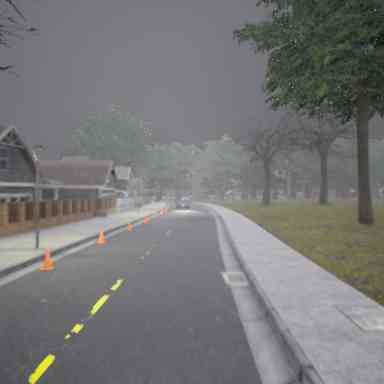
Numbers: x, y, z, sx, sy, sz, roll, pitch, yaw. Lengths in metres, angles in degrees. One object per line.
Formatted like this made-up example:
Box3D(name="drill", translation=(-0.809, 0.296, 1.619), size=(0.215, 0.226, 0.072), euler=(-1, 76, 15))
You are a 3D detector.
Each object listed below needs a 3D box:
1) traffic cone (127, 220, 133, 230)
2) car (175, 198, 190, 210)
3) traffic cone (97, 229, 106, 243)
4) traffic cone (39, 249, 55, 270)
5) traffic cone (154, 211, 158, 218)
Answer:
Box3D(name="traffic cone", translation=(-3.736, 1.978, 19.863), size=(0.340, 0.580, 0.340), euler=(0, 0, 4))
Box3D(name="car", translation=(-1.297, 1.651, 46.509), size=(2.128, 1.511, 4.902), euler=(0, -1, -4))
Box3D(name="traffic cone", translation=(-4.033, 1.968, 14.835), size=(0.340, 0.580, 0.340), euler=(0, 0, 3))
Box3D(name="traffic cone", translation=(-4.249, 1.962, 9.799), size=(0.340, 0.580, 0.340), euler=(0, 0, 2))
Box3D(name="traffic cone", translation=(-3.241, 2.013, 29.773), size=(0.340, 0.580, 0.340), euler=(0, 0, 2))
